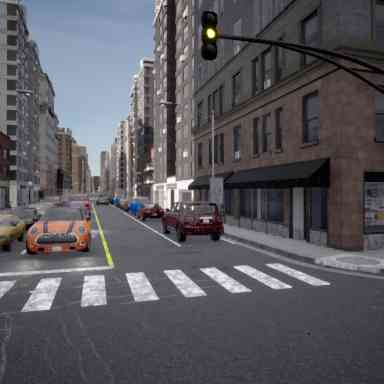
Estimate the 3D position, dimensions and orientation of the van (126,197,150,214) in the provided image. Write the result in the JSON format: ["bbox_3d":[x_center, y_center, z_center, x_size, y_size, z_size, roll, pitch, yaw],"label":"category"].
[{"bbox_3d":[-5.138,1.368,32.841,1.690,1.788,3.998,0,0,-17],"label":"van"}]

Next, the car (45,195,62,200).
[{"bbox_3d":[-14.966,1.334,35.729,2.192,1.841,5.009,0,0,-17],"label":"car"}]

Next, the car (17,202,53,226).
[{"bbox_3d":[-11.555,1.545,24.767,1.752,1.417,4.829,0,0,-17],"label":"car"}]

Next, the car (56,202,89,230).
[{"bbox_3d":[-7.919,1.527,22.398,1.837,1.490,4.892,0,0,-17],"label":"car"}]

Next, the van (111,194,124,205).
[{"bbox_3d":[-11.860,1.363,54.445,1.690,1.788,3.998,0,0,-17],"label":"van"}]

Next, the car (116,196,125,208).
[{"bbox_3d":[-8.550,1.551,43.805,1.752,1.417,4.829,0,0,-17],"label":"car"}]

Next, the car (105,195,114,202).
[{"bbox_3d":[-20.264,1.478,81.447,1.967,1.590,4.097,0,0,-17],"label":"car"}]

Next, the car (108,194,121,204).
[{"bbox_3d":[-15.221,1.332,65.248,2.192,1.841,5.009,0,0,-17],"label":"car"}]

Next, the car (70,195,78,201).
[{"bbox_3d":[-31.767,1.496,89.721,1.967,1.590,4.097,0,0,-17],"label":"car"}]

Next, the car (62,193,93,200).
[{"bbox_3d":[-10.818,1.244,31.819,2.150,2.045,5.566,0,0,-16],"label":"car"}]

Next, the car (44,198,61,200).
[{"bbox_3d":[-13.235,1.545,30.167,1.752,1.417,4.829,0,0,-17],"label":"car"}]

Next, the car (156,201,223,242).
[{"bbox_3d":[-0.096,1.342,16.637,2.192,1.841,5.009,0,0,-17],"label":"car"}]

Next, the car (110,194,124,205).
[{"bbox_3d":[-13.540,1.334,59.847,2.192,1.841,5.009,0,0,-17],"label":"car"}]

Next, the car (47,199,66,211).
[{"bbox_3d":[-16.646,1.600,41.128,1.802,1.307,4.206,0,0,-17],"label":"car"}]

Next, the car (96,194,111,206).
[{"bbox_3d":[-15.439,1.582,57.296,1.994,1.385,4.181,0,0,-17],"label":"car"}]

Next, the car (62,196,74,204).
[{"bbox_3d":[-23.366,1.554,62.727,1.887,1.381,4.507,0,0,-17],"label":"car"}]

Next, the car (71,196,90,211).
[{"bbox_3d":[-13.698,1.373,41.227,2.097,1.767,4.553,0,0,-17],"label":"car"}]

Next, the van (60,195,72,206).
[{"bbox_3d":[-21.685,1.353,57.328,1.690,1.788,3.998,0,0,-17],"label":"van"}]

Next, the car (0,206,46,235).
[{"bbox_3d":[-9.926,1.586,19.530,1.947,1.339,4.313,0,0,-17],"label":"car"}]

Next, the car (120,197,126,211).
[{"bbox_3d":[-6.819,1.608,38.241,1.802,1.307,4.206,0,0,-17],"label":"car"}]

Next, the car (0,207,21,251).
[{"bbox_3d":[-8.196,1.544,13.968,1.752,1.417,4.829,0,0,-17],"label":"car"}]

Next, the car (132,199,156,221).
[{"bbox_3d":[-3.458,1.572,27.439,1.887,1.381,4.507,0,0,-17],"label":"car"}]

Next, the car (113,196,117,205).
[{"bbox_3d":[-10.180,1.606,49.045,1.802,1.307,4.206,0,0,-17],"label":"car"}]

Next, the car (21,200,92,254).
[{"bbox_3d":[-5.253,1.373,13.628,2.097,1.767,4.553,0,0,-16],"label":"car"}]

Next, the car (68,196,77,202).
[{"bbox_3d":[-28.406,1.612,78.921,1.802,1.307,4.206,0,0,-17],"label":"car"}]
